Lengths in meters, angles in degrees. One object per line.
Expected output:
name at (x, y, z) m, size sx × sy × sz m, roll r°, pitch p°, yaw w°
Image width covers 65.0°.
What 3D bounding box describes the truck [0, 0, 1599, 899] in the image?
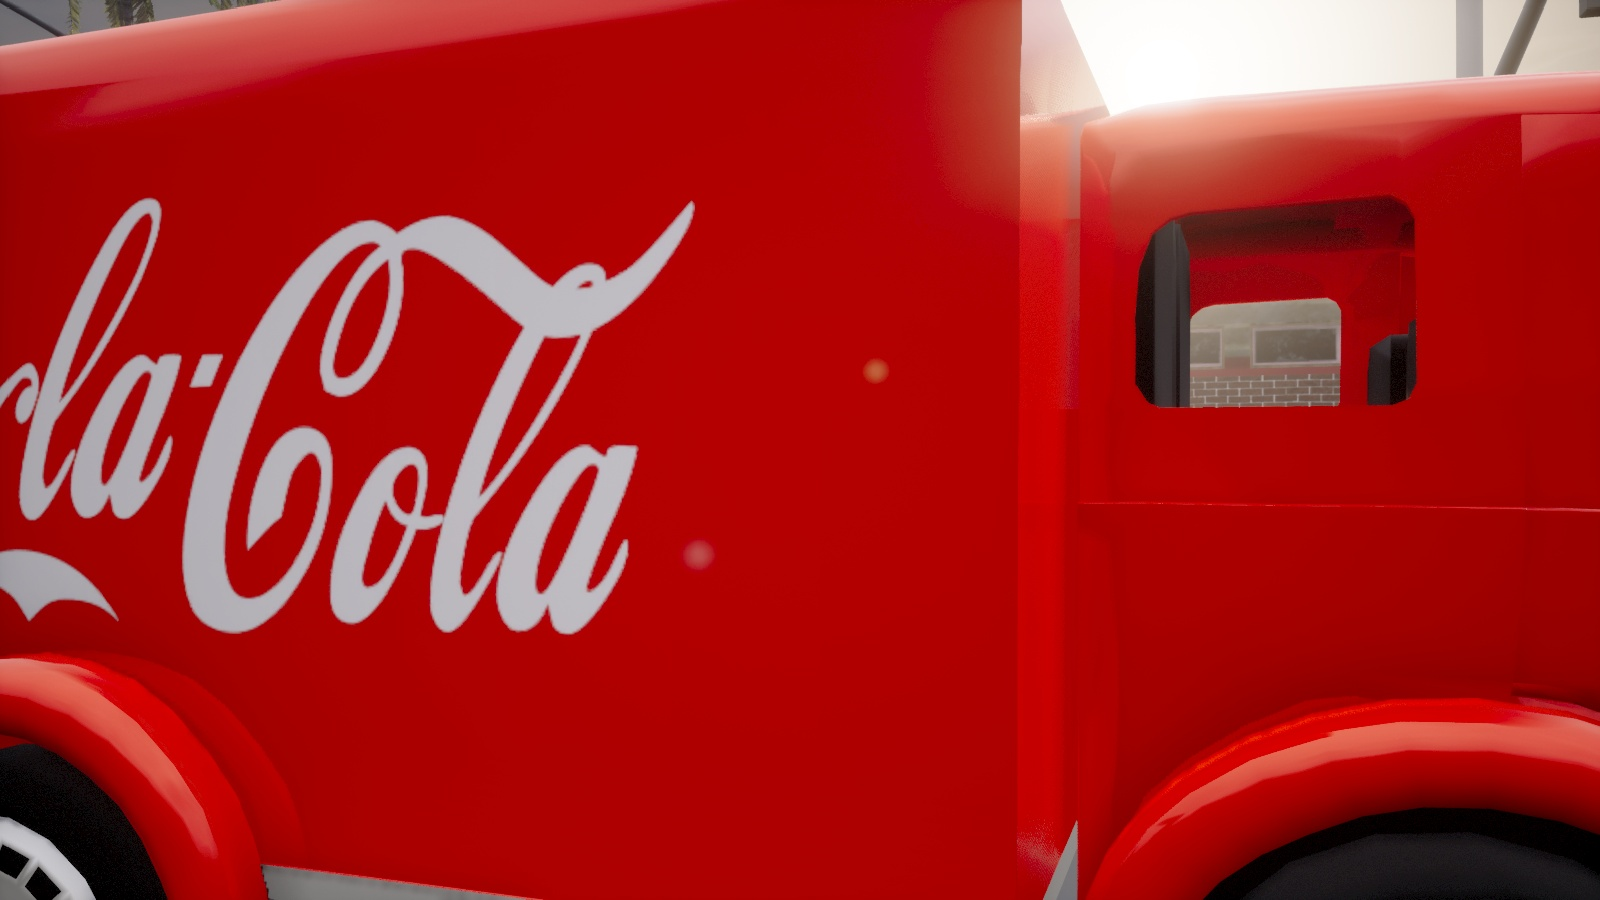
truck at (-0.068, 0.283, 3.233) m, size 5.204 × 2.467 × 2.627 m, roll 1°, pitch 1°, yaw 20°
